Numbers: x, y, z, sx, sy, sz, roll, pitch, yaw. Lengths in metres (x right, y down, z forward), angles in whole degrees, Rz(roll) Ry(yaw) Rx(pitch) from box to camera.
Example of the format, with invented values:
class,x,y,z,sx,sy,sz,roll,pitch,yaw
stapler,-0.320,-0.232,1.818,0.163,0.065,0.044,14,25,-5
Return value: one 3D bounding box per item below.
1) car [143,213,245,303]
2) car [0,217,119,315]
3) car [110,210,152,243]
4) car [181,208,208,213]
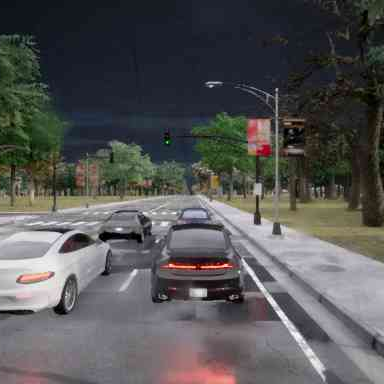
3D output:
class,x,y,z,sx,sy,sz,roll,pitch,yaw
car,0.119,1.505,8.200,1.837,1.490,4.892,0,0,0
car,-3.134,1.526,7.439,1.812,1.442,4.674,0,0,0
car,-3.114,1.566,16.198,1.994,1.385,4.181,0,0,0
car,0.138,1.528,17.272,1.812,1.442,4.674,0,0,0
